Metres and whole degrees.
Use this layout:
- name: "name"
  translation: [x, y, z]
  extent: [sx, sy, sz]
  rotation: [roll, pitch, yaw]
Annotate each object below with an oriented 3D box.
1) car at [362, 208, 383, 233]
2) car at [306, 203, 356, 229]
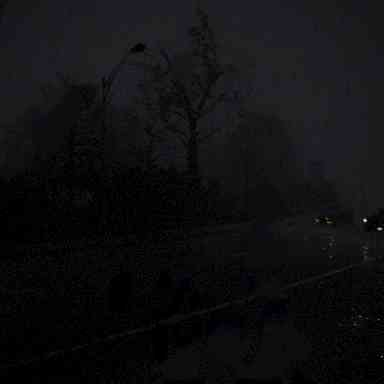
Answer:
- name: "car"
  translation: [11.228, 1.585, 18.790]
  extent: [1.895, 1.301, 4.718]
  rotation: [0, 0, 44]
- name: "car"
  translation: [9.167, 1.491, 21.735]
  extent: [1.837, 1.490, 4.892]
  rotation: [0, 0, 43]
